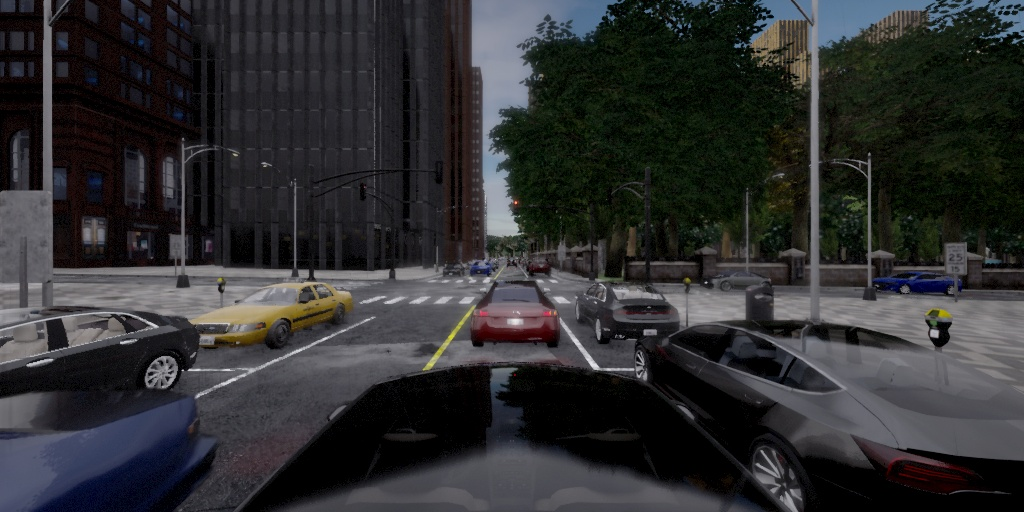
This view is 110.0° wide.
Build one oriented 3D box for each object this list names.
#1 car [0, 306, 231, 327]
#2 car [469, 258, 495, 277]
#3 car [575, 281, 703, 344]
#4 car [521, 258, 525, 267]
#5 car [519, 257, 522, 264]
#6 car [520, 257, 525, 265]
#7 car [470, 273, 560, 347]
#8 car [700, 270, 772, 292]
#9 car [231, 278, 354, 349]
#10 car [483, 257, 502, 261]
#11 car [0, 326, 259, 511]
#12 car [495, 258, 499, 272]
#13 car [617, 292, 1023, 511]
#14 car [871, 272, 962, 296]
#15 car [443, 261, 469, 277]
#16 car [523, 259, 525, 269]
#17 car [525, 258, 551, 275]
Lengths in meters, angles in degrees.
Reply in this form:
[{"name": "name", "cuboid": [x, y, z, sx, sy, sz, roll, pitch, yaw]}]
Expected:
[{"name": "car", "cuboid": [-5.762, 1.300, 3.827, 2.007, 1.370, 4.403, 0, 0, 0]}, {"name": "car", "cuboid": [-3.093, 1.240, 36.619, 1.882, 1.535, 5.008, 0, 0, 0]}, {"name": "car", "cuboid": [2.763, 1.301, 9.349, 2.007, 1.370, 4.403, 0, 0, 0]}, {"name": "car", "cuboid": [2.760, 1.331, 52.383, 2.007, 1.370, 4.403, 0, 0, 0]}, {"name": "car", "cuboid": [2.760, 1.233, 63.296, 1.967, 1.591, 4.097, 0, 0, 0]}, {"name": "car", "cuboid": [2.760, 1.337, 57.839, 2.007, 1.370, 4.403, 0, 0, 0]}, {"name": "car", "cuboid": [0.081, 1.314, 9.344, 1.994, 1.385, 4.181, 0, 0, 0]}, {"name": "car", "cuboid": [15.046, 1.647, 24.172, 4.181, 1.385, 1.994, 1, 0, -2]}, {"name": "car", "cuboid": [-5.763, 1.276, 9.170, 1.751, 1.417, 4.829, 0, 0, 0]}, {"name": "car", "cuboid": [-3.086, 1.277, 56.630, 2.128, 1.511, 4.902, 0, 0, 0]}, {"name": "car", "cuboid": [-3.109, 1.297, 0.258, 2.033, 1.411, 5.357, 0, 0, 0]}, {"name": "car", "cuboid": [-3.093, 1.338, 46.584, 1.994, 1.385, 4.181, 0, 0, 0]}, {"name": "car", "cuboid": [2.763, 1.316, 3.836, 1.948, 1.339, 4.313, 0, 0, 0]}, {"name": "car", "cuboid": [27.150, 1.810, 24.220, 5.008, 1.535, 1.882, 1, 0, 0]}, {"name": "car", "cuboid": [-5.764, 1.328, 36.004, 1.948, 1.339, 4.313, 0, 0, 0]}, {"name": "car", "cuboid": [2.761, 1.340, 46.926, 1.948, 1.339, 4.313, 0, 0, 0]}, {"name": "car", "cuboid": [2.761, 1.077, 36.014, 2.192, 1.841, 5.009, 0, 0, 0]}]
